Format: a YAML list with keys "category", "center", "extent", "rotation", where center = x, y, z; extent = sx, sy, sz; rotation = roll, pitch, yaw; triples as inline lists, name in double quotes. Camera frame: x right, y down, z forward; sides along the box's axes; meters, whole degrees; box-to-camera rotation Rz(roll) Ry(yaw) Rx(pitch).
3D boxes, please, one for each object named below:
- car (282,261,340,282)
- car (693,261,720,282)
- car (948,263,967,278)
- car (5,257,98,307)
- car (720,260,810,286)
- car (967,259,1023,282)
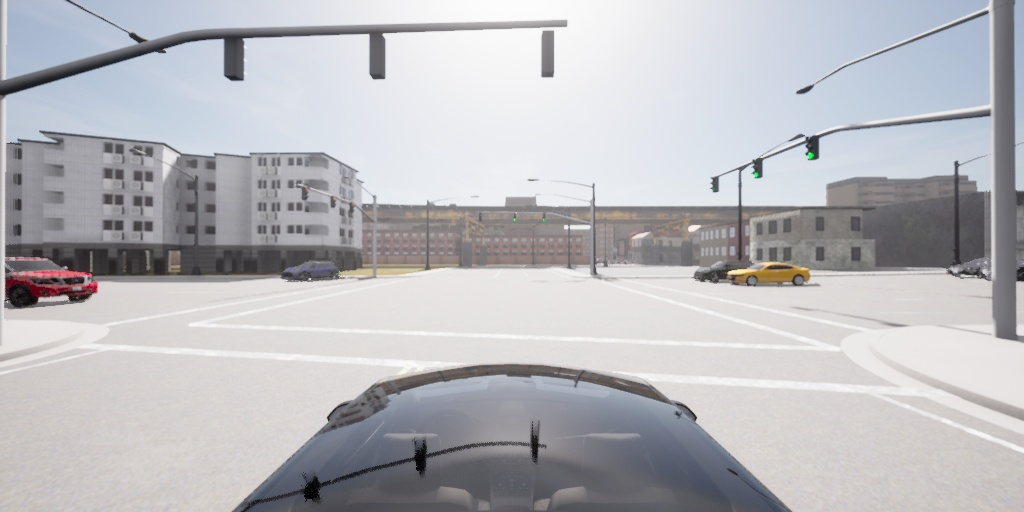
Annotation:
- category: "car"
  center: [-17.651, 1.255, 31.597]
  extent: [2.097, 1.767, 4.553]
  rotation: [0, 0, 24]
- category: "car"
  center: [16.803, 1.130, 28.173]
  extent: [4.553, 1.767, 2.097]
  rotation: [0, 0, 1]
- category: "car"
  center: [36.926, 0.942, 27.775]
  extent: [4.902, 1.511, 2.128]
  rotation: [-1, 0, 1]
- category: "car"
  center: [-21.474, 1.048, 15.455]
  extent: [5.566, 2.045, 2.150]
  rotation: [0, 0, 1]
- category: "car"
  center: [17.544, 1.219, 24.658]
  extent: [5.008, 1.535, 1.882]
  rotation: [-1, 0, 1]
- category: "car"
  center: [34.885, 0.957, 24.317]
  extent: [4.902, 1.511, 2.128]
  rotation: [-1, 0, 1]
